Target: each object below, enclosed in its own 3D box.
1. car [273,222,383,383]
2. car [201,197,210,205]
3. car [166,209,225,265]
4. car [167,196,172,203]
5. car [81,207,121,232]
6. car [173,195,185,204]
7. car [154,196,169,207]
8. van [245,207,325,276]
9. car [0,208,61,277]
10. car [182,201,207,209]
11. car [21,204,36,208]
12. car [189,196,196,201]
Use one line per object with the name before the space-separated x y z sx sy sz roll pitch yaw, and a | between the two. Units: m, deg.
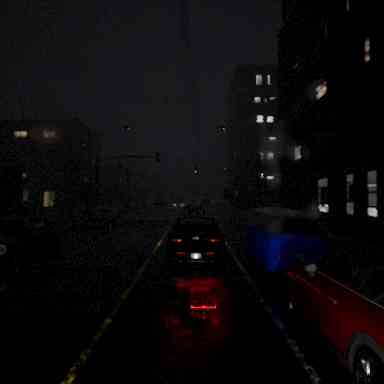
car | 2.711 1.469 4.823 1.967 1.590 4.097 1 0 0
car | 2.803 1.839 70.437 1.967 1.590 4.097 1 0 0
car | 0.115 1.575 11.936 1.837 1.490 4.892 0 0 0
car | -5.587 1.911 64.700 1.887 1.381 4.507 1 0 0
car | -5.649 1.672 21.063 2.008 1.369 4.403 1 0 0
car | -2.895 1.654 75.795 2.150 2.045 5.566 0 0 0
car | -5.671 1.880 59.018 1.887 1.381 4.507 1 0 0
van | 2.720 1.401 10.231 1.690 1.788 3.998 1 0 0
car | -5.661 1.499 10.250 1.967 1.590 4.097 1 0 0
car | 0.139 1.769 29.326 1.895 1.301 4.718 0 0 0
car | -19.250 1.820 36.336 4.507 1.381 1.887 0 -1 1
car | 0.122 2.038 87.097 1.994 1.385 4.181 0 0 0
